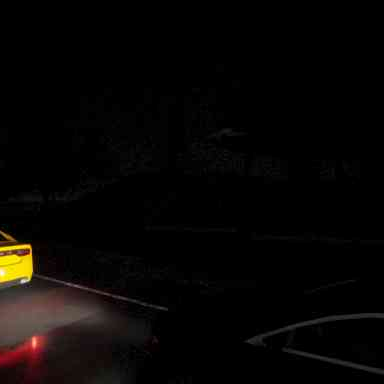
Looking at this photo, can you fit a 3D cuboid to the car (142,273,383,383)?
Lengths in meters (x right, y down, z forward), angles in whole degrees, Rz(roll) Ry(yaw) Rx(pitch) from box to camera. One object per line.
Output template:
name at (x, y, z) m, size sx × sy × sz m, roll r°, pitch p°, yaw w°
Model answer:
car at (1.732, 1.492, 2.772) m, size 4.902 × 1.511 × 2.128 m, roll 0°, pitch 0°, yaw 35°

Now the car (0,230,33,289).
car at (-5.867, 1.468, 8.023) m, size 5.008 × 1.535 × 1.882 m, roll 0°, pitch 0°, yaw 35°
